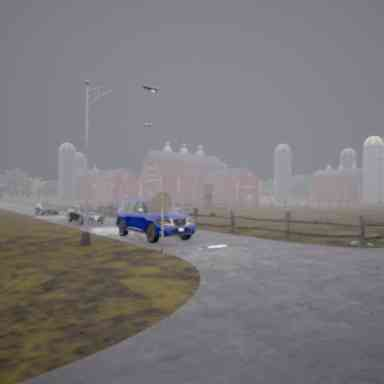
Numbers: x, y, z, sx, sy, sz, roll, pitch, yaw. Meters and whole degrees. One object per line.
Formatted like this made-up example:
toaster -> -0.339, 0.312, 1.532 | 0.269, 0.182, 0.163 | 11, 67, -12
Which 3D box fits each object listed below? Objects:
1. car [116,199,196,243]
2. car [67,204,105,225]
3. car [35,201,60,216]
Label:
car -> -2.100, 1.403, 17.596 | 2.150, 2.045, 5.566 | 1, -1, -36
car -> -8.466, 1.746, 26.398 | 2.128, 1.511, 4.902 | 1, -1, -36
car -> -16.243, 1.847, 37.178 | 1.837, 1.490, 4.892 | 1, 0, -36
